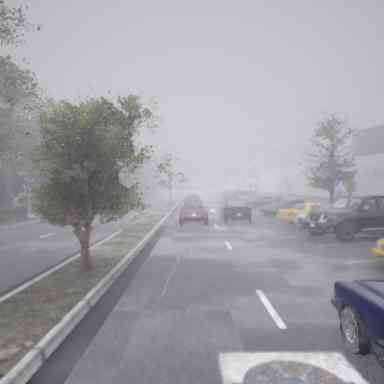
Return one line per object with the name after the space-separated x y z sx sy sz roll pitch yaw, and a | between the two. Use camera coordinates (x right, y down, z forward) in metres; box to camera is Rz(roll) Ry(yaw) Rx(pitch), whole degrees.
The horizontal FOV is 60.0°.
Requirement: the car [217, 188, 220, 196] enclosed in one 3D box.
8.122 0.634 60.948 5.566 2.045 2.435 1 1 -20 | car

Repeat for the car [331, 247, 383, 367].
3.100 1.599 3.100 1.895 1.301 4.718 0 0 0 | car

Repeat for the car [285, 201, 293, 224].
8.081 1.435 19.022 4.674 1.452 2.002 1 1 -20 | car

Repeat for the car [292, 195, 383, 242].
8.053 1.174 16.000 5.566 2.045 2.435 1 1 -20 | car

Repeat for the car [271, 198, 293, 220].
8.250 1.362 22.094 5.366 1.575 1.946 1 0 -20 | car

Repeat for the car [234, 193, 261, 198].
8.059 1.173 40.023 4.792 1.488 2.163 1 1 -20 | car

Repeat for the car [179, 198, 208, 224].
0.108 1.408 23.495 1.994 1.385 4.181 0 1 0 | car

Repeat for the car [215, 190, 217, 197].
8.068 0.778 69.879 4.792 1.488 2.163 0 1 -20 | car

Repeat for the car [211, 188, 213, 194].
8.074 0.305 84.801 4.553 1.767 2.185 0 1 -20 | car

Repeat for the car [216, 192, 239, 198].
8.124 0.667 75.875 4.792 1.488 2.163 0 1 -20 | car

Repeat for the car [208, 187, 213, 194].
7.930 0.270 90.712 5.366 1.575 1.946 0 2 -20 | car

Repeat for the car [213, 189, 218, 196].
7.925 0.690 72.806 5.366 1.575 1.946 0 1 -20 | car

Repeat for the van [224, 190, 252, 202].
7.986 0.696 57.906 4.442 1.987 1.878 1 1 -20 | van

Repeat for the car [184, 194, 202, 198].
0.114 1.002 40.407 2.097 1.767 4.553 0 1 0 | car

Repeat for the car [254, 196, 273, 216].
8.055 1.322 28.018 4.792 1.488 2.163 1 1 -20 | car

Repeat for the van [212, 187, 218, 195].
7.995 0.279 81.773 4.442 1.987 1.878 0 2 -20 | van

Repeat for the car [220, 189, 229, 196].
8.069 0.708 54.953 5.566 2.045 2.435 1 1 -20 | car

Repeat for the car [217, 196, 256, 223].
3.109 1.324 24.385 1.882 1.535 5.008 0 1 0 | car

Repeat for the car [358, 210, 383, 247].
7.902 1.458 9.948 5.366 1.575 1.946 1 1 -20 | car

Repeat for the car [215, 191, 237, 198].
8.094 0.611 78.847 4.674 1.452 2.002 0 1 -20 | car

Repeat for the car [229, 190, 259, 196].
8.059 0.944 46.012 4.553 1.767 2.185 1 0 -20 | car

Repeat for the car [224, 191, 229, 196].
8.083 0.997 51.987 4.892 1.521 2.231 1 0 -20 | car

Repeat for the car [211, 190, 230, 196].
8.131 0.222 93.774 4.792 1.488 2.163 0 1 -20 | car

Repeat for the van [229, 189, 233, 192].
8.200 0.809 49.045 4.442 1.987 1.878 1 0 -20 | van

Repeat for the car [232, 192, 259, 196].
8.081 1.147 43.042 4.674 1.452 2.002 1 0 -20 | car
